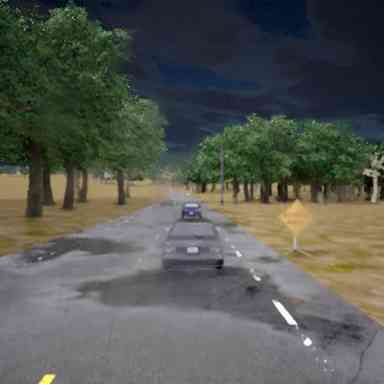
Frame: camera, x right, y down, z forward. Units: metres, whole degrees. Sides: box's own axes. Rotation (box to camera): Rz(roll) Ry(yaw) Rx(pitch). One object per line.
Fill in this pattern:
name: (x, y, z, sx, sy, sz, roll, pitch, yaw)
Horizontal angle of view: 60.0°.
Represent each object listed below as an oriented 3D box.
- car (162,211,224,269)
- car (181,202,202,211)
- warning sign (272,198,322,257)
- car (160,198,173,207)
car: (0.033, 1.605, 11.385, 2.033, 1.411, 5.357, 0, 0, 0)
car: (-0.063, 1.663, 30.979, 1.812, 1.442, 4.674, 0, 0, 0)
warning sign: (3.574, 1.174, 11.457, 1.300, 1.860, 1.060, 2, 2, 0)
car: (-4.006, 1.697, 53.525, 2.033, 1.411, 5.357, 0, 0, -1)
